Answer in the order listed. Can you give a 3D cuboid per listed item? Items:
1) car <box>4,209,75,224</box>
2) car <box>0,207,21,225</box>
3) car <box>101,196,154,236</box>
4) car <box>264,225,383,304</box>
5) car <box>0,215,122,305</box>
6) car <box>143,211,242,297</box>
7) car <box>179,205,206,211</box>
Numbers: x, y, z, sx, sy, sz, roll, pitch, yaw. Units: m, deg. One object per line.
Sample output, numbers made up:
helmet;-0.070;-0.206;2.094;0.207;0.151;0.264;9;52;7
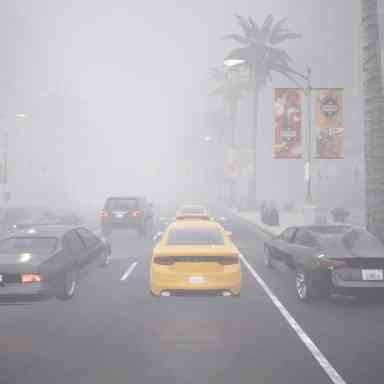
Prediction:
car;-7.114;1.601;16.859;1.895;1.301;4.718;0;0;0
car;-10.607;1.548;18.434;2.033;1.411;5.357;0;0;0
car;-3.467;1.222;18.565;2.150;2.045;5.566;0;0;0
car;3.164;1.513;8.227;2.161;1.482;4.786;0;0;-1
car;-3.424;1.547;8.294;2.033;1.411;5.357;0;0;0
car;0.070;1.478;8.637;1.882;1.535;5.008;0;0;0
car;0.031;1.478;18.836;1.882;1.535;5.008;0;0;0
